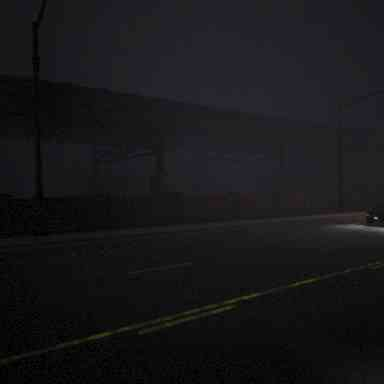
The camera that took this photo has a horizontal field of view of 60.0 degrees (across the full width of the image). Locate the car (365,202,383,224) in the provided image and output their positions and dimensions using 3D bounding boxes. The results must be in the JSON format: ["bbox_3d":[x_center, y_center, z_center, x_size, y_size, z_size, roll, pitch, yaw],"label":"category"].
[{"bbox_3d":[13.474,1.389,22.188,4.892,1.490,1.837,-1,0,-35],"label":"car"}]
